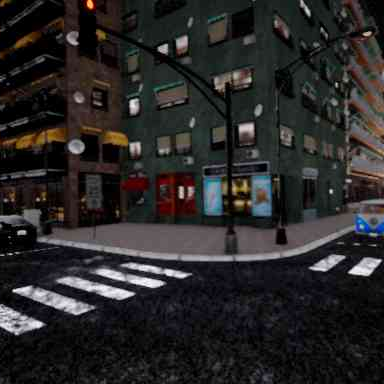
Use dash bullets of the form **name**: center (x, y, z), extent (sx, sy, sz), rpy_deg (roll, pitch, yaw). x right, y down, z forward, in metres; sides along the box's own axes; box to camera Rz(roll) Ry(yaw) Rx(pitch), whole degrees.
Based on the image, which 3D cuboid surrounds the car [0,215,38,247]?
- **car**: center (-8.408, 1.674, 14.456), extent (4.313, 1.339, 1.947), rpy_deg (-1, -1, 37)

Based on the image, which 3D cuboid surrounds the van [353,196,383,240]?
- **van**: center (8.767, 1.227, 15.458), extent (1.690, 1.788, 3.998), rpy_deg (-1, 0, 37)
